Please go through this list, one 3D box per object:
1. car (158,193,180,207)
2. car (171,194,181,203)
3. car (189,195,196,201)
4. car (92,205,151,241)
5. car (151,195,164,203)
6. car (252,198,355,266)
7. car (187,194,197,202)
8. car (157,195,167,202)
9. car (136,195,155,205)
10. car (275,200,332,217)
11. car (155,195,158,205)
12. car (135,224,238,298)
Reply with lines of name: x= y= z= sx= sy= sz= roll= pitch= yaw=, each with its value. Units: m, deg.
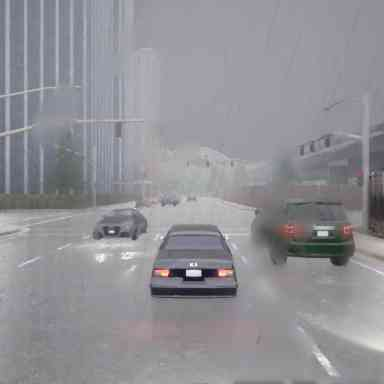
car: x=-3.572 y=1.221 z=52.851 sx=2.150 sy=2.045 sz=5.566 roll=0 pitch=0 yaw=0
car: x=-3.478 y=1.355 z=72.579 sx=2.097 sy=1.767 sz=4.553 roll=0 pitch=0 yaw=0
car: x=0.027 y=1.500 z=88.927 sx=1.837 sy=1.490 sz=4.892 roll=0 pitch=0 yaw=0
car: x=-3.487 y=1.563 z=16.687 sx=1.994 sy=1.385 sz=4.181 roll=0 pitch=0 yaw=2
car: x=-6.992 y=1.491 z=68.052 sx=2.128 sy=1.511 sz=4.902 roll=0 pitch=0 yaw=0
car: x=3.575 y=1.221 z=11.697 sx=2.150 sy=2.045 sz=5.566 roll=0 pitch=0 yaw=1
car: x=0.024 y=1.355 z=78.682 sx=2.097 sy=1.767 sz=4.553 roll=0 pitch=0 yaw=0
car: x=-6.976 y=1.516 z=78.290 sx=1.812 sy=1.442 sz=4.674 roll=0 pitch=0 yaw=0
car: x=-7.077 y=1.504 z=48.923 sx=1.837 sy=1.490 sz=4.892 roll=0 pitch=0 yaw=0
car: x=10.728 y=1.554 z=32.091 sx=4.892 sy=1.490 sz=1.837 roll=0 pitch=0 yaw=-2
car: x=-7.061 y=1.352 z=58.115 sx=2.097 sy=1.767 sz=4.553 roll=0 pitch=0 yaw=0
car: x=0.057 y=1.547 z=8.664 sx=2.033 sy=1.411 sz=5.357 roll=0 pitch=0 yaw=1
